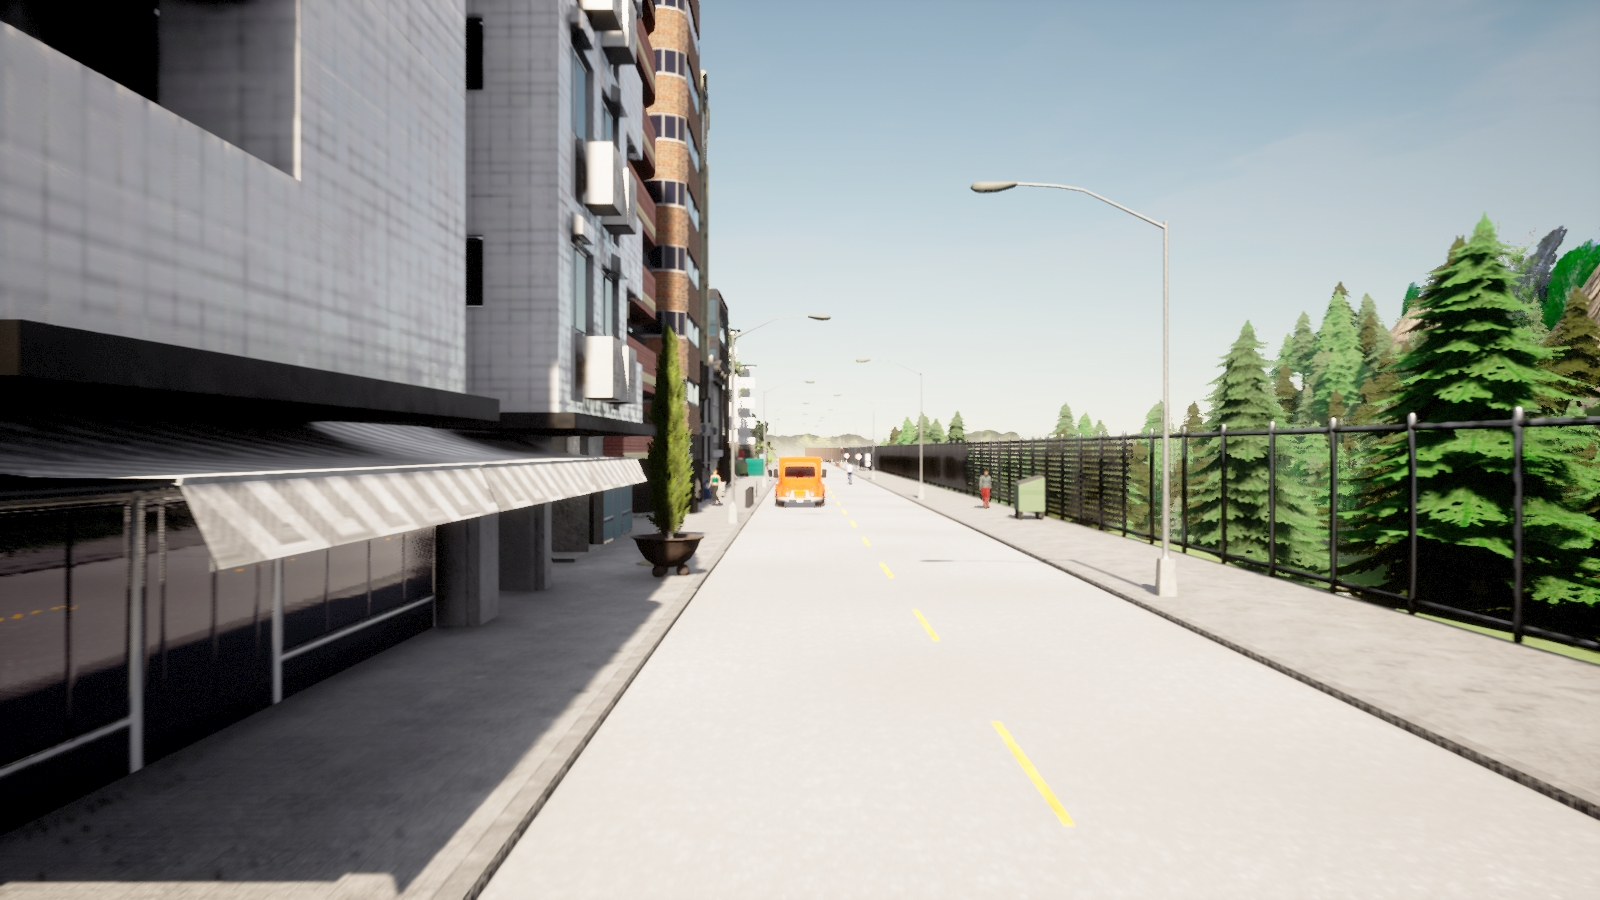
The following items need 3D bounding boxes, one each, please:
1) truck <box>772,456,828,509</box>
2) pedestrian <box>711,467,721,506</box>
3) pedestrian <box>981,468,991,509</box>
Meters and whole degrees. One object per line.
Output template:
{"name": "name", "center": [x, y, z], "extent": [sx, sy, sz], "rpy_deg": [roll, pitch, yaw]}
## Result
{"name": "truck", "center": [-0.003, 1.551, 56.557], "extent": [2.627, 2.467, 5.204], "rpy_deg": [0, 0, 0]}
{"name": "pedestrian", "center": [-3.967, 1.728, 54.078], "extent": [0.375, 1.860, 0.375], "rpy_deg": [0, 0, 20]}
{"name": "pedestrian", "center": [8.395, 1.729, 51.623], "extent": [0.375, 1.860, 0.375], "rpy_deg": [0, 0, 1]}
